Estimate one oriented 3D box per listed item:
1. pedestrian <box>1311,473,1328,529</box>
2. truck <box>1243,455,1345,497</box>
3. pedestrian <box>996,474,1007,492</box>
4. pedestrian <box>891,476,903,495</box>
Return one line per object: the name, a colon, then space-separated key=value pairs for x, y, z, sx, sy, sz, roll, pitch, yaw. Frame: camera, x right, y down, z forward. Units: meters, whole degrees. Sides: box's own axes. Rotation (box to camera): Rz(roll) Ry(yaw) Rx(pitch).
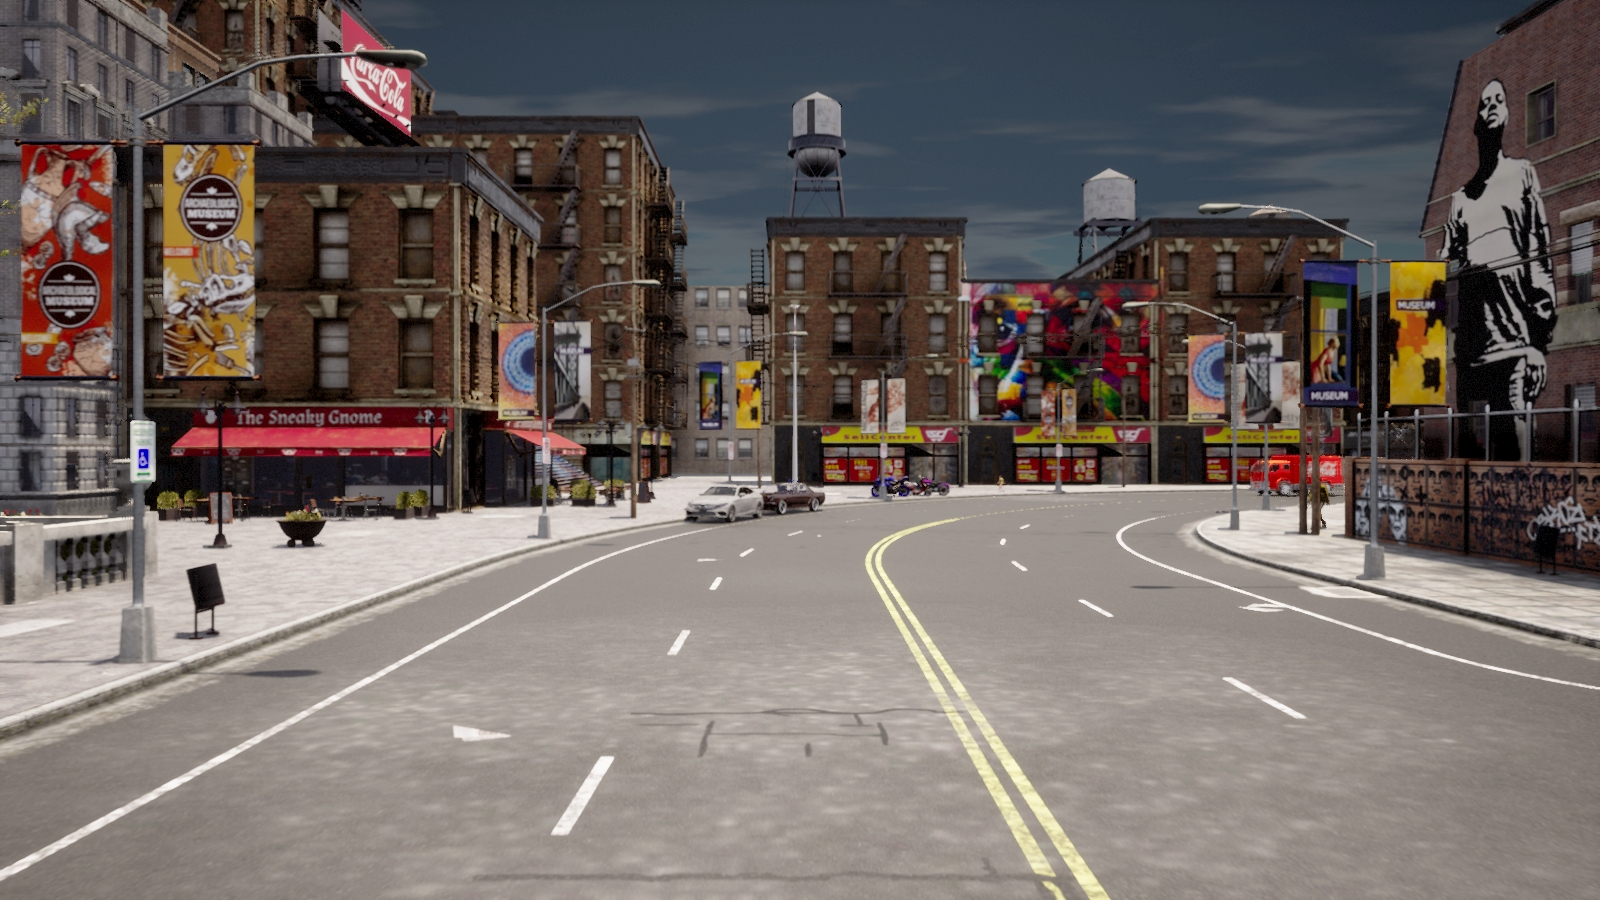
pedestrian: x=17.294 y=1.696 z=38.059 sx=0.375 sy=1.860 sz=0.375 roll=0 pitch=0 yaw=-36
truck: x=30.033 y=1.568 z=69.495 sx=5.204 sy=2.467 sz=2.627 roll=0 pitch=0 yaw=-15
pedestrian: x=12.690 y=2.076 z=71.996 sx=0.500 sy=1.100 sz=0.500 roll=0 pitch=0 yaw=-31
pedestrian: x=5.729 y=2.076 z=67.433 sx=0.500 sy=1.100 sz=0.500 roll=0 pitch=0 yaw=-36
